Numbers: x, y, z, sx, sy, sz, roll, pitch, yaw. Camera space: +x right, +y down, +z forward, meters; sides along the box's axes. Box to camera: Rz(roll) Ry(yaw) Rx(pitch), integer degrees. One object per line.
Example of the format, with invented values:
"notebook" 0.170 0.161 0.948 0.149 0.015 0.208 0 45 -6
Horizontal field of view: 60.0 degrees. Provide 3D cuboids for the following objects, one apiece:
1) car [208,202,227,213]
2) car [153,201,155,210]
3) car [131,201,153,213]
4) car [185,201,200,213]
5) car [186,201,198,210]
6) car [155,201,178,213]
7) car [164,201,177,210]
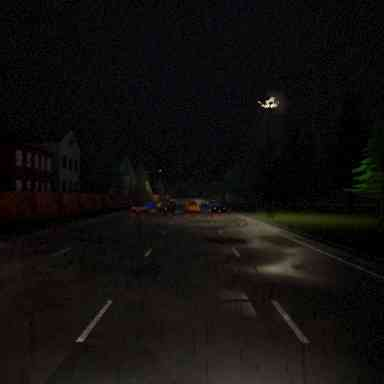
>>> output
"car" 3.588 2.177 45.173 1.895 1.301 4.718 0 -1 1
"car" -6.955 2.228 55.158 1.812 1.442 4.674 0 -1 0
"car" -6.912 2.176 45.170 1.895 1.301 4.718 0 -1 1
"car" 0.086 2.049 44.869 1.882 1.535 5.008 0 -1 1
"car" 0.045 2.207 55.153 1.837 1.490 4.892 0 -1 0
"car" -3.409 2.141 45.328 1.994 1.385 4.181 0 -1 1
"car" -3.455 2.207 55.156 1.837 1.490 4.892 0 -1 0
